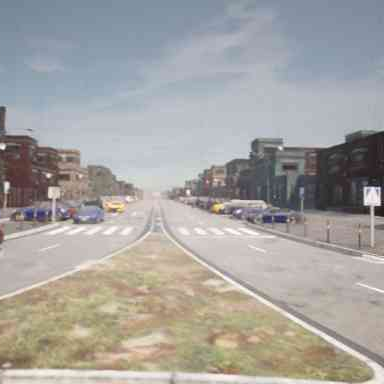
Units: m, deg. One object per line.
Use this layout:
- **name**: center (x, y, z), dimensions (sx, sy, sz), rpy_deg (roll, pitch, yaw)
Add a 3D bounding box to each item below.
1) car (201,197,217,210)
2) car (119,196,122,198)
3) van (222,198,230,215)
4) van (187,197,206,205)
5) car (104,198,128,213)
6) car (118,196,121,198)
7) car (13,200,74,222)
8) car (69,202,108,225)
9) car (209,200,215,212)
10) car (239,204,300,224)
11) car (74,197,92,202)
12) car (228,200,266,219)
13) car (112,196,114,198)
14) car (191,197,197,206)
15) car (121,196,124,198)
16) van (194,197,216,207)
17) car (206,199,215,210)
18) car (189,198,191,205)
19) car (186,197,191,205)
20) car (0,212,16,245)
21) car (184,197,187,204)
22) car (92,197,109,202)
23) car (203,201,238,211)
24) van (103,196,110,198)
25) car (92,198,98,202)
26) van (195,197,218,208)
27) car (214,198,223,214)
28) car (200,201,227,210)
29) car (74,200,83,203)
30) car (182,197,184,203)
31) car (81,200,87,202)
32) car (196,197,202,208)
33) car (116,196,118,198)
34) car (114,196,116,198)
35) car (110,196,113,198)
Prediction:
- **car**: center (4.758, 2.011, 51.273), dimensions (5.566, 2.045, 2.435), rpy_deg (1, 0, -6)
- **car**: center (-17.269, 2.060, 67.360), dimensions (4.892, 1.521, 2.231), rpy_deg (1, -1, -6)
- **van**: center (6.064, 1.941, 37.562), dimensions (4.442, 1.987, 1.878), rpy_deg (1, -1, -6)
- **van**: center (1.096, 2.319, 84.420), dimensions (4.442, 1.987, 1.878), rpy_deg (1, -1, -6)
- **car**: center (-10.242, 1.996, 45.189), dimensions (1.882, 1.535, 5.008), rpy_deg (1, -1, -6)
- **car**: center (-16.976, 2.035, 64.618), dimensions (4.892, 1.521, 2.231), rpy_deg (1, -1, -6)
- **car**: center (-13.141, 1.616, 28.974), dimensions (4.553, 1.767, 2.185), rpy_deg (1, -1, -6)
- **car**: center (-8.465, 1.842, 27.623), dimensions (1.812, 1.442, 4.674), rpy_deg (1, -1, -6)
- **car**: center (5.292, 2.227, 45.865), dimensions (5.008, 1.535, 2.097), rpy_deg (1, 0, -6)
- **car**: center (7.027, 2.101, 29.272), dimensions (4.792, 1.488, 2.163), rpy_deg (1, -1, -6)
- **car**: center (-14.020, 1.698, 37.202), dimensions (4.553, 1.767, 2.185), rpy_deg (1, -1, -6)
- **car**: center (6.517, 2.013, 34.685), dimensions (4.553, 1.767, 2.185), rpy_deg (1, -1, -6)
- **car**: center (-16.133, 1.839, 56.391), dimensions (4.553, 1.767, 2.185), rpy_deg (1, -1, -6)
- **car**: center (3.292, 2.111, 65.092), dimensions (5.566, 2.045, 2.435), rpy_deg (1, -1, -6)
- **car**: center (-17.562, 2.086, 70.101), dimensions (4.892, 1.521, 2.231), rpy_deg (1, -1, -6)
- **van**: center (2.794, 2.185, 70.627), dimensions (4.442, 1.987, 1.878), rpy_deg (1, -1, -6)
- **car**: center (5.024, 2.245, 48.506), dimensions (4.892, 1.521, 2.231), rpy_deg (1, 0, -6)
- **car**: center (2.364, 2.475, 73.500), dimensions (4.674, 1.452, 2.002), rpy_deg (1, -1, -6)
- **car**: center (1.788, 2.489, 78.902), dimensions (4.892, 1.521, 2.231), rpy_deg (1, -1, -6)
- **car**: center (-8.565, 1.615, 11.432), dimensions (1.812, 1.442, 4.674), rpy_deg (1, -1, 9)
- **car**: center (1.477, 2.264, 81.668), dimensions (5.566, 2.045, 2.435), rpy_deg (1, -1, -6)
- **car**: center (-15.041, 1.905, 48.188), dimensions (5.366, 1.575, 1.946), rpy_deg (1, -1, -6)
- **car**: center (4.616, 2.280, 54.052), dimensions (5.366, 1.575, 1.946), rpy_deg (1, -1, -6)
- **van**: center (-15.398, 1.701, 50.925), dimensions (4.442, 1.987, 1.878), rpy_deg (1, -1, -6)
- **car**: center (-14.353, 1.848, 39.943), dimensions (4.892, 1.521, 2.231), rpy_deg (1, -1, -6)
- **van**: center (2.854, 2.156, 67.841), dimensions (4.442, 1.987, 1.878), rpy_deg (1, -1, -6)
- **car**: center (5.636, 2.083, 42.982), dimensions (4.553, 1.767, 2.185), rpy_deg (1, 0, -6)
- **car**: center (3.835, 2.359, 59.623), dimensions (4.674, 1.452, 2.002), rpy_deg (1, -1, -6)
- **car**: center (-13.473, 1.771, 31.715), dimensions (5.008, 1.535, 2.097), rpy_deg (1, -1, -6)
- **car**: center (0.731, 2.572, 87.174), dimensions (5.366, 1.575, 1.946), rpy_deg (1, -1, -6)
- **car**: center (-13.758, 1.837, 34.456), dimensions (4.674, 1.452, 2.002), rpy_deg (1, -1, -6)
- **car**: center (4.101, 2.048, 56.920), dimensions (5.566, 2.045, 2.435), rpy_deg (1, -1, -6)
- **car**: center (-16.656, 1.885, 61.881), dimensions (4.553, 1.767, 2.185), rpy_deg (1, -1, -6)
- **car**: center (-16.425, 1.861, 59.132), dimensions (4.553, 1.767, 2.185), rpy_deg (1, -1, -6)
- **car**: center (-15.816, 1.944, 53.651), dimensions (5.008, 1.535, 2.097), rpy_deg (1, -1, -6)
